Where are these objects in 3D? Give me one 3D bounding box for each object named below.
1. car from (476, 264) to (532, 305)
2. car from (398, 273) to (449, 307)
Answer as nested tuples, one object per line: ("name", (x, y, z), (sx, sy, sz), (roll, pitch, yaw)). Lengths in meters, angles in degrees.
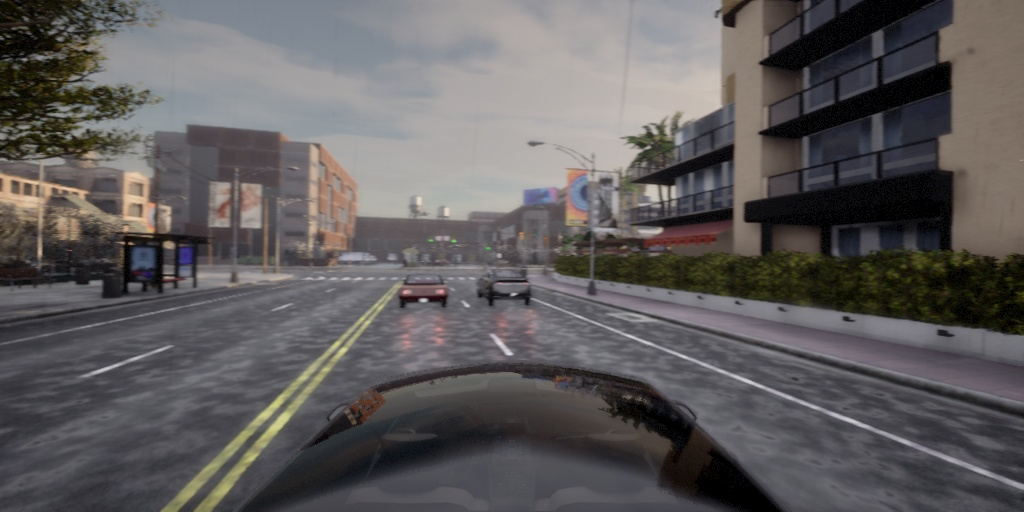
("car", (-0.501, 1.343, 16.722), (2.128, 1.511, 4.902), (1, 0, -14))
("car", (-3.859, 1.397, 15.705), (1.895, 1.301, 4.718), (1, 0, -14))
